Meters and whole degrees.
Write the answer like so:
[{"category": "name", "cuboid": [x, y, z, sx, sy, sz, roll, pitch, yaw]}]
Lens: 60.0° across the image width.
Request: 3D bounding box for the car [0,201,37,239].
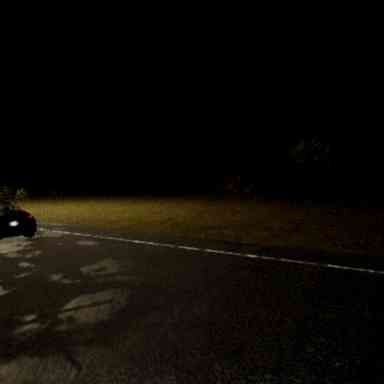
[{"category": "car", "cuboid": [-7.877, 1.052, 12.906, 4.181, 1.385, 1.994, 1, 4, 37]}]
